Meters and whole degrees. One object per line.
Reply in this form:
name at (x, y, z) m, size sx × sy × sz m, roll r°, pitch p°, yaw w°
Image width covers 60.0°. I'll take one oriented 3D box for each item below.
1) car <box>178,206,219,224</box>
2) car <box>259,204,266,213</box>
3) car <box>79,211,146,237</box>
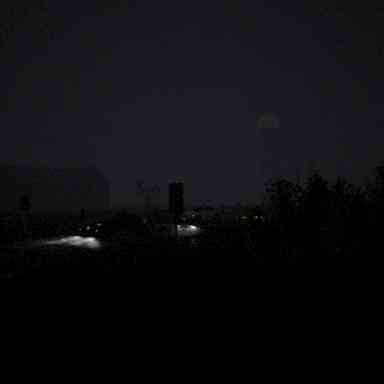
car at (0.701, 1.923, 28.926) m, size 1.812 × 1.442 × 4.674 m, roll -1°, pitch -1°, yaw 35°
car at (8.461, 2.078, 39.517) m, size 1.994 × 1.385 × 4.181 m, roll -1°, pitch -1°, yaw 37°
car at (-4.796, 1.867, 20.557) m, size 1.994 × 1.385 × 4.181 m, roll -1°, pitch -1°, yaw 34°
